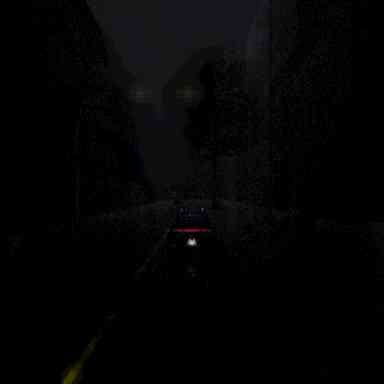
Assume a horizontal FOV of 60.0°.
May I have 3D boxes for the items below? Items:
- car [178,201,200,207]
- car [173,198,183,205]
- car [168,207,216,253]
[{"bbox_3d":[0.010,1.801,28.986,2.033,1.411,5.357,0,0,0],"label":"car"},{"bbox_3d":[-2.975,2.072,71.758,2.033,1.411,5.357,0,0,0],"label":"car"},{"bbox_3d":[0.009,1.621,14.291,2.128,1.511,4.902,0,0,0],"label":"car"}]
